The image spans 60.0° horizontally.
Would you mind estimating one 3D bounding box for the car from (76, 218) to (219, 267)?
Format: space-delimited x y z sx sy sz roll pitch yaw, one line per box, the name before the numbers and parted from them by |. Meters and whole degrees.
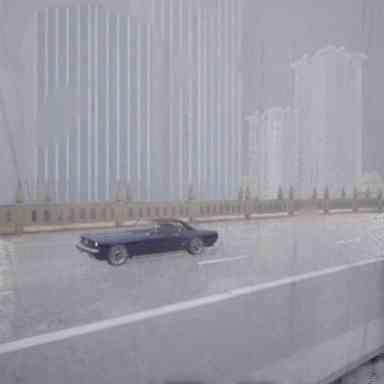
car | -1.439 1.592 11.513 4.718 1.301 1.895 0 0 -35
